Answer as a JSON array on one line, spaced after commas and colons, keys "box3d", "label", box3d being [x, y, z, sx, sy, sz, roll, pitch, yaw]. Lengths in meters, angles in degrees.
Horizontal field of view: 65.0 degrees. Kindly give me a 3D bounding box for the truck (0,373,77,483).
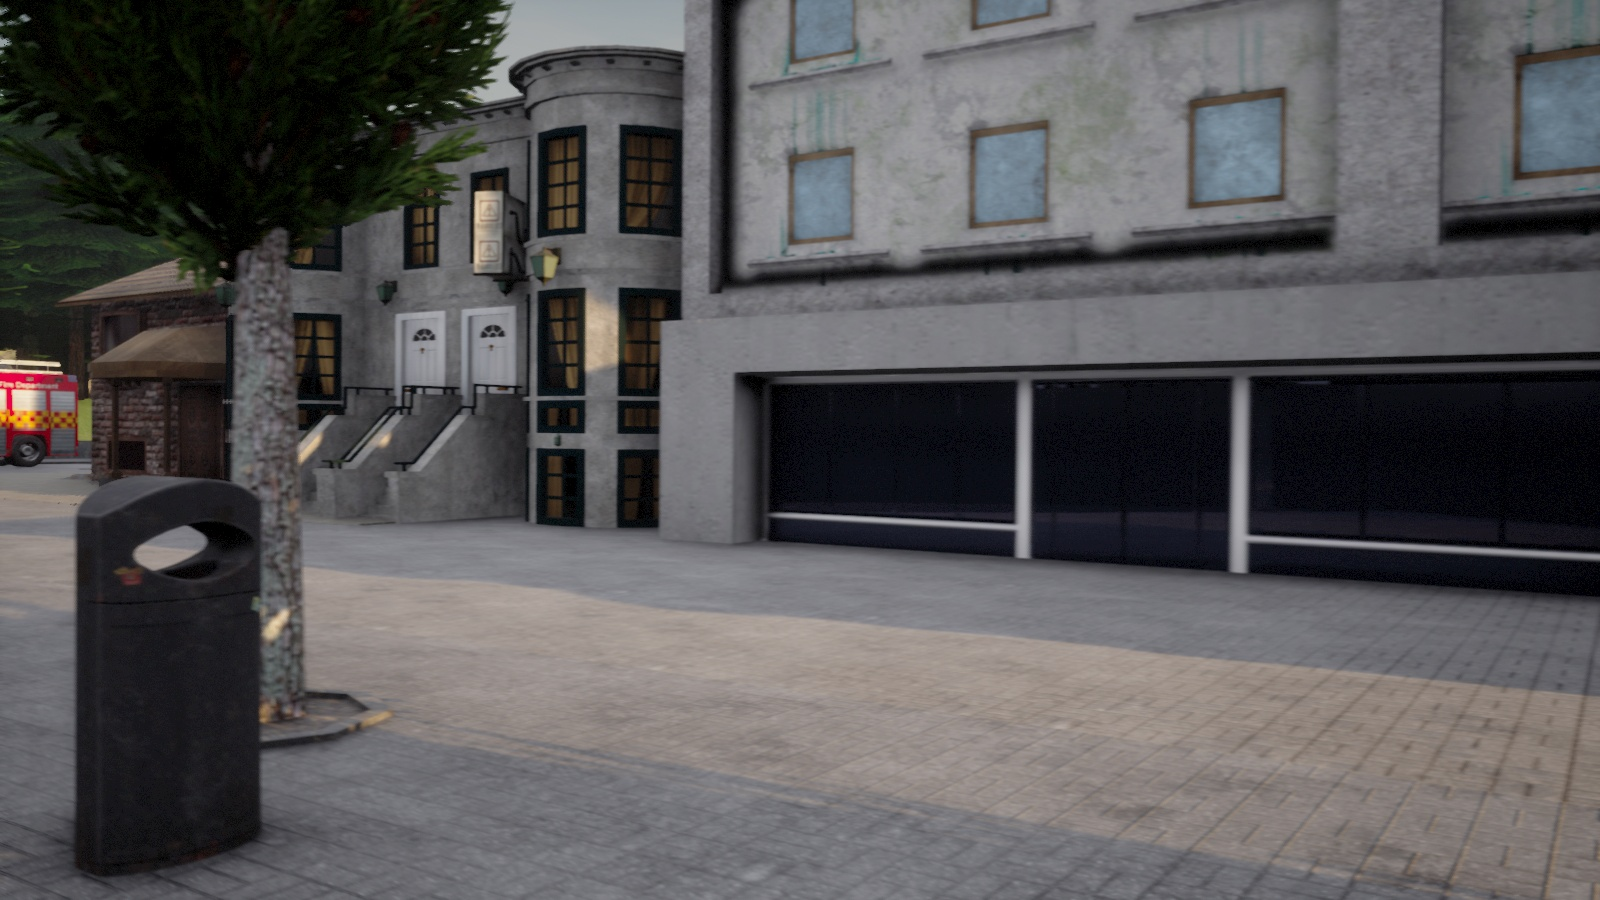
[{"box3d": [-30.005, -0.751, 43.198, 2.891, 3.827, 8.468, 0, 1, 34], "label": "truck"}]
